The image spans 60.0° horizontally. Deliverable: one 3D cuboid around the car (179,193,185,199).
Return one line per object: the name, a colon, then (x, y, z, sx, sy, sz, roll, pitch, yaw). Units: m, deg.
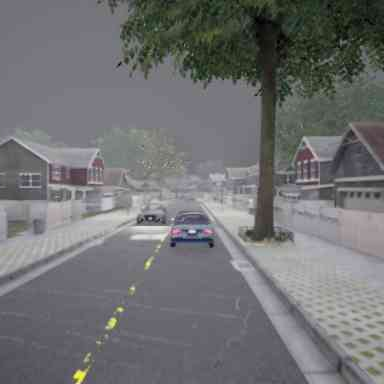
car: (-1.867, 1.002, 82.487, 2.097, 1.767, 4.553, 0, 0, -14)

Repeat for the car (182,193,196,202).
car: (-0.381, 1.450, 72.410, 1.895, 1.301, 4.718, 0, 0, -7)

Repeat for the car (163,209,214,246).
car: (0.009, 1.543, 15.166, 2.033, 1.411, 5.357, 0, 0, 0)

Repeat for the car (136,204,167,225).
car: (-2.751, 1.550, 23.933, 1.994, 1.385, 4.181, 0, 0, 0)
